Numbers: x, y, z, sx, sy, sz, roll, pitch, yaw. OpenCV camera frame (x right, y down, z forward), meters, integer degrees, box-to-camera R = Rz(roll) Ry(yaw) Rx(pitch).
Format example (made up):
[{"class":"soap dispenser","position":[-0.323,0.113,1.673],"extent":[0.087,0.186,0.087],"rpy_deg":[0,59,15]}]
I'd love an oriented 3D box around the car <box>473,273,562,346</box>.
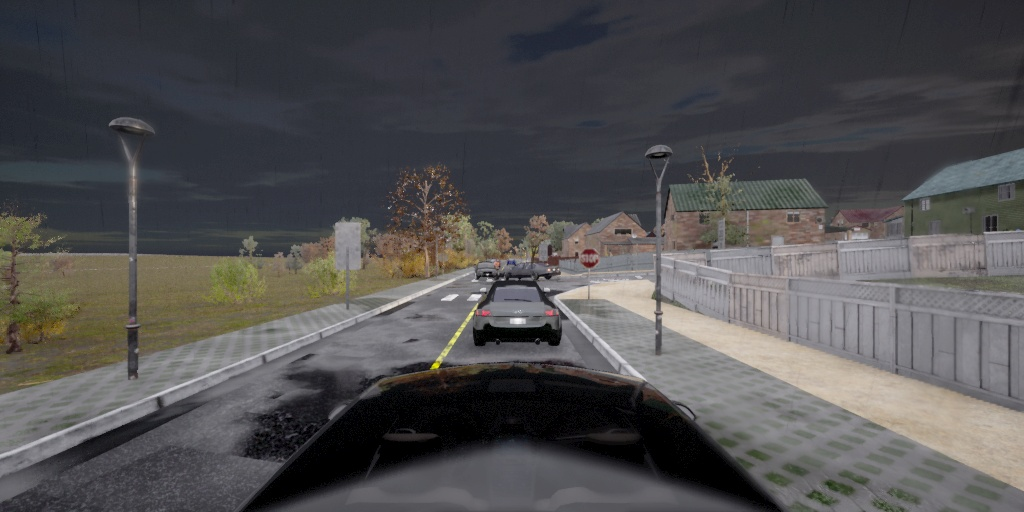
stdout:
[{"class":"car","position":[0.089,1.313,9.400],"extent":[1.994,1.385,4.181],"rpy_deg":[0,0,-1]}]

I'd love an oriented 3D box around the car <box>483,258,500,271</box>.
[{"class":"car","position":[-2.928,1.121,51.139],"extent":[2.097,1.767,4.553],"rpy_deg":[0,0,1]}]

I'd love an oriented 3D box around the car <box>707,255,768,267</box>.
[{"class":"car","position":[14.353,0.413,22.815],"extent":[4.181,1.385,1.994],"rpy_deg":[-3,0,16]}]

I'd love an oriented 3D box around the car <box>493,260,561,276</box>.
[{"class":"car","position":[1.293,1.198,28.417],"extent":[5.357,1.411,2.033],"rpy_deg":[-4,-3,43]}]

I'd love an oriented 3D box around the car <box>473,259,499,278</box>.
[{"class":"car","position":[-2.299,1.258,31.322],"extent":[1.837,1.490,4.892],"rpy_deg":[0,0,-8]}]

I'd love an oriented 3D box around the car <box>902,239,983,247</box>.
[{"class":"car","position":[23.857,-0.208,20.409],"extent":[4.902,1.511,2.128],"rpy_deg":[-3,0,14]}]
